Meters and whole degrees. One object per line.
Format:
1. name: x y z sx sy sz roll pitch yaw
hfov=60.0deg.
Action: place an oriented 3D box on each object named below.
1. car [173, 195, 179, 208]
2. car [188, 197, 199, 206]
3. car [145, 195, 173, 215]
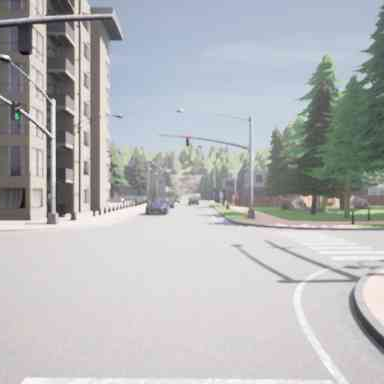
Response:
1. car: -3.367 1.498 45.310 2.128 1.511 4.902 0 0 1
2. car: 0.262 1.555 56.113 2.033 1.411 5.357 0 0 0
3. car: -3.432 1.357 33.637 2.097 1.767 4.553 0 0 0
